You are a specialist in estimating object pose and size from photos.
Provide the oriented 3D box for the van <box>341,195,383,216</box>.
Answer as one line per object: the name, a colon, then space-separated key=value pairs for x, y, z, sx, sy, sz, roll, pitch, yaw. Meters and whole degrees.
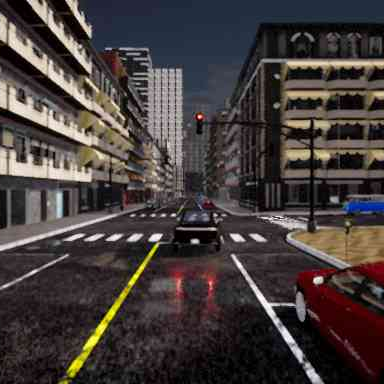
van: x=15.586 y=1.161 z=29.826 sx=3.998 sy=1.788 sz=1.690 roll=-1 pitch=1 yaw=-1

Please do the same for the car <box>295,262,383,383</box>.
car: x=2.677 y=1.562 z=4.228 sx=1.887 sy=1.381 sz=4.507 roll=0 pitch=0 yaw=0

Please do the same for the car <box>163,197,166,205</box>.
car: x=-5.797 y=1.803 z=53.215 sx=1.947 sy=1.339 sz=4.313 roll=0 pitch=0 yaw=0

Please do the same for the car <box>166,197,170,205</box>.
car: x=-5.820 y=1.733 z=64.272 sx=1.967 sy=1.590 sz=4.097 roll=-1 pitch=0 yaw=0

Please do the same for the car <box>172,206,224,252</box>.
car: x=0.311 y=1.551 z=14.225 sx=2.128 sy=1.511 sz=4.902 roll=0 pitch=0 yaw=5

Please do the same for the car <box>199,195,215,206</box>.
car: x=2.582 y=1.678 z=53.227 sx=1.967 sy=1.590 sz=4.097 roll=-1 pitch=0 yaw=0

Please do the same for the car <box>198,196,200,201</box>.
car: x=2.551 y=1.871 z=69.810 sx=2.008 sy=1.369 sz=4.403 roll=-1 pitch=0 yaw=0

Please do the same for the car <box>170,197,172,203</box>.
car: x=-5.830 y=1.902 z=69.799 sx=1.802 sy=1.307 sz=4.206 roll=-1 pitch=0 yaw=0

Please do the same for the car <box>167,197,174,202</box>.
car: x=-5.871 y=2.019 z=91.911 sx=1.802 sy=1.307 sz=4.206 roll=-1 pitch=0 yaw=0

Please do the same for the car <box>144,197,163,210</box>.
car: x=-5.786 y=1.761 z=47.688 sx=2.008 sy=1.369 sz=4.403 roll=0 pitch=0 yaw=0

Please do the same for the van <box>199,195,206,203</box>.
van: x=2.528 y=1.719 z=80.866 sx=1.690 sy=1.788 sz=3.998 roll=-1 pitch=0 yaw=0

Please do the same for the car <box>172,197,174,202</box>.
car: x=-5.851 y=1.902 z=80.685 sx=1.752 sy=1.417 sz=4.829 roll=-1 pitch=0 yaw=0
